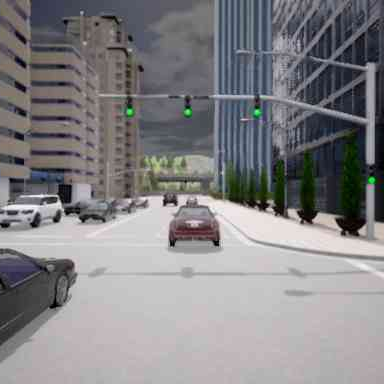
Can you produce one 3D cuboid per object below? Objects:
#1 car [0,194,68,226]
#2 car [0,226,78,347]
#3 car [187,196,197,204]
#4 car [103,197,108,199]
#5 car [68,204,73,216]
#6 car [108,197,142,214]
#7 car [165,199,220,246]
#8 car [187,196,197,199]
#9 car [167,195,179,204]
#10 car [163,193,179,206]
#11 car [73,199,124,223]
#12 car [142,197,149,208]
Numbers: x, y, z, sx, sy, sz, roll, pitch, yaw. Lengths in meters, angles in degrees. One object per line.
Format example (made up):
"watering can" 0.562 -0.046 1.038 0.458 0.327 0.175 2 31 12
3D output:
"car" -10.599 1.190 22.331 2.150 2.045 5.566 0 0 0
"car" -3.400 1.536 4.784 2.033 1.411 5.357 0 0 0
"car" -0.006 1.457 62.206 1.812 1.442 4.674 0 0 0
"car" -10.542 1.423 42.478 2.128 1.511 4.902 0 0 1
"car" -10.594 1.551 32.100 1.895 1.301 4.718 0 0 0
"car" -7.083 1.448 35.359 2.128 1.511 4.902 0 0 0
"car" 0.099 1.355 15.336 2.097 1.767 4.553 0 -1 0
"car" -0.005 1.511 53.712 1.994 1.385 4.181 0 0 0
"car" -3.506 1.396 62.675 1.882 1.535 5.008 0 0 0
"car" -3.410 1.159 52.744 2.150 2.045 5.566 0 0 1
"car" -7.100 1.521 25.846 2.033 1.411 5.357 0 0 0
"car" -7.016 1.429 45.607 2.128 1.511 4.902 0 0 0
